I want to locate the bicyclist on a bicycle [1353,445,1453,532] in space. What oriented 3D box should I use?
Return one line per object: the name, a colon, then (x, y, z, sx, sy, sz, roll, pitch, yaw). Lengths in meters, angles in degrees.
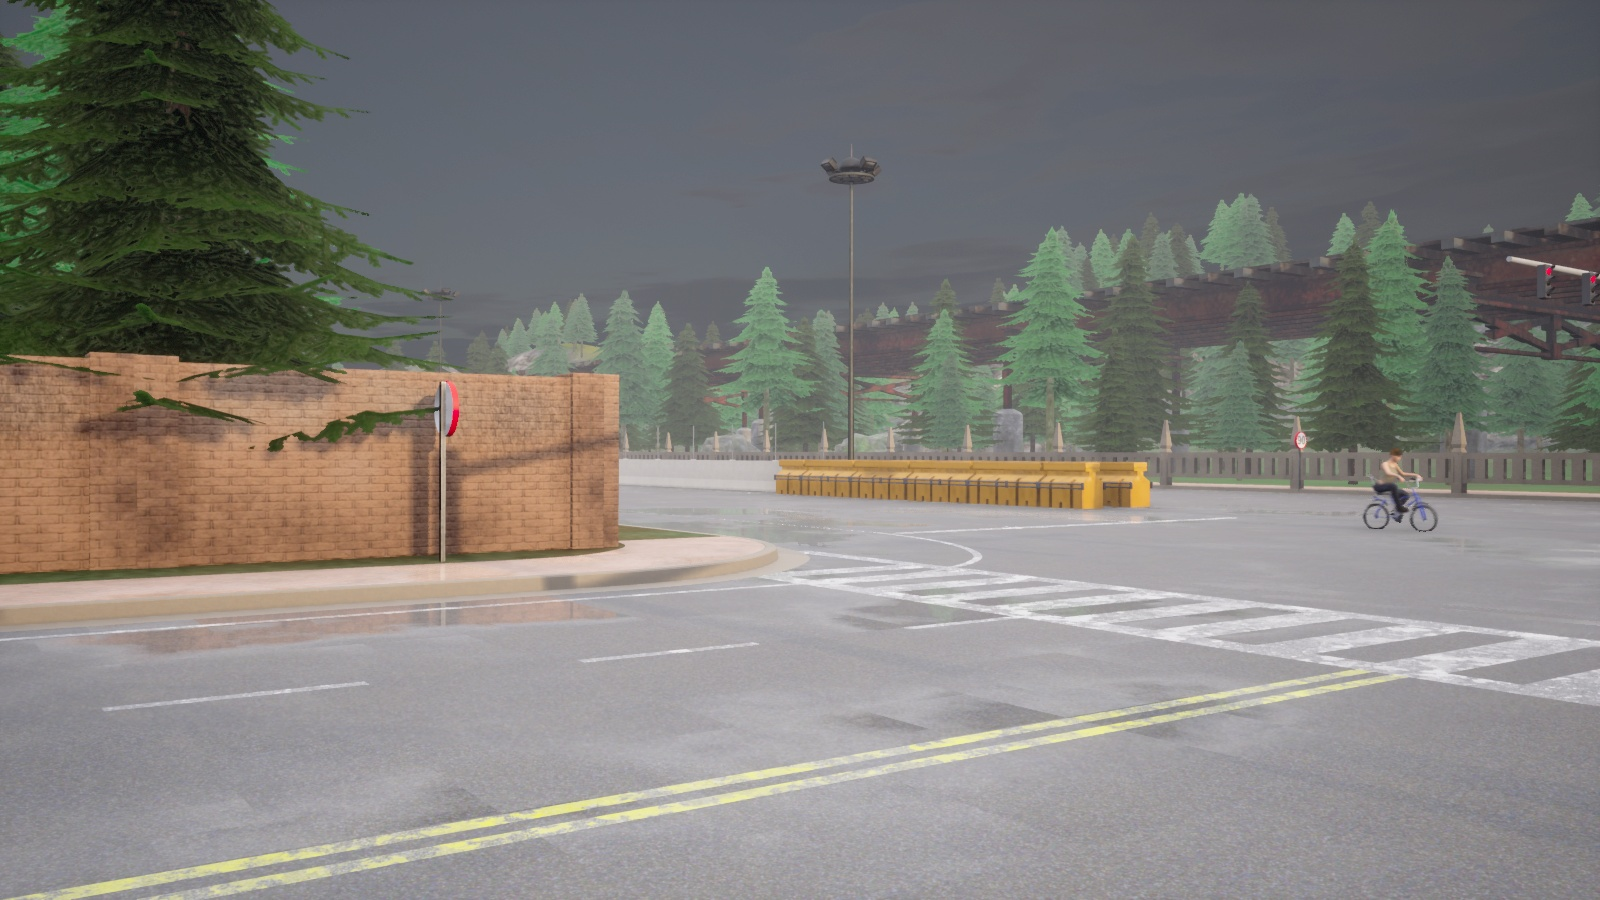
bicyclist on a bicycle: (11.615, 0.716, 24.228, 0.866, 1.612, 1.509, 0, 0, -35)
